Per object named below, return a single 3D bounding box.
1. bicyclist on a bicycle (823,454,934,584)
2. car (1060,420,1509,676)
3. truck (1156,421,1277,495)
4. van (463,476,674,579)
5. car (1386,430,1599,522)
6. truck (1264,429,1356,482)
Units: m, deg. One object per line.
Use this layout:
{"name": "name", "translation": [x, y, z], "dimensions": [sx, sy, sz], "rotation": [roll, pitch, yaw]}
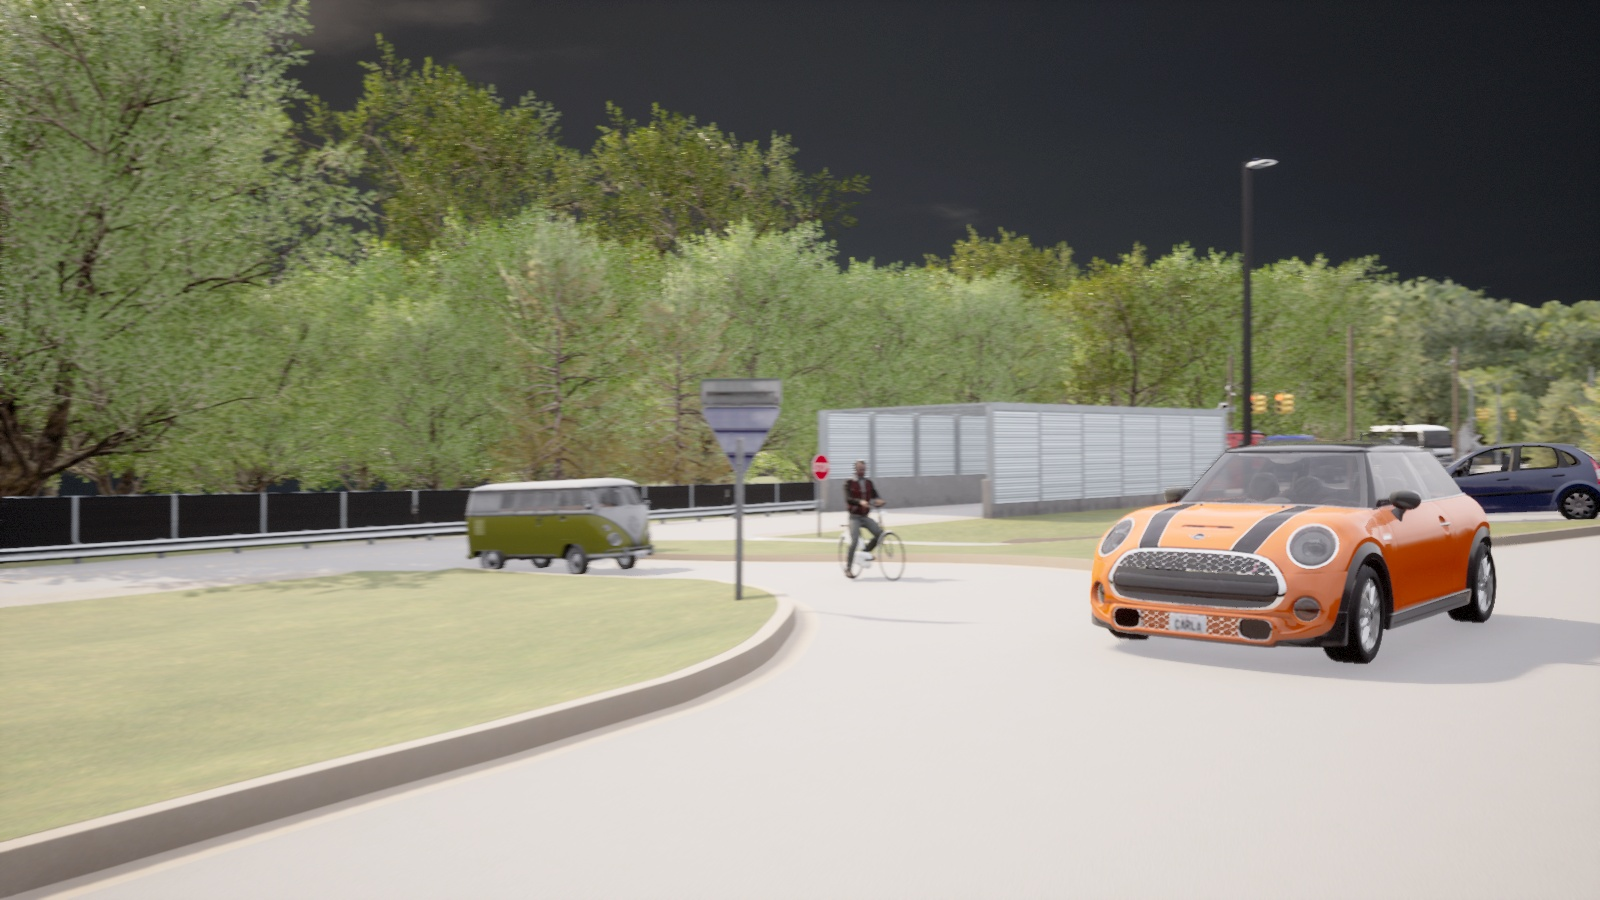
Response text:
{"name": "bicyclist on a bicycle", "translation": [1.105, 1.008, 18.230], "dimensions": [0.659, 1.776, 1.843], "rotation": [-1, -3, -28]}
{"name": "car", "translation": [4.430, 0.676, 11.044], "dimensions": [2.097, 1.767, 4.553], "rotation": [-1, 0, 43]}
{"name": "truck", "translation": [22.913, 0.384, 68.794], "dimensions": [2.891, 3.827, 8.468], "rotation": [-1, 0, 44]}
{"name": "van", "translation": [-5.030, 1.675, 27.020], "dimensions": [4.442, 1.987, 1.775], "rotation": [-3, -1, 35]}
{"name": "car", "translation": [14.359, 0.533, 25.782], "dimensions": [3.988, 1.617, 1.851], "rotation": [-4, -2, 30]}
{"name": "truck", "translation": [34.952, 0.337, 85.861], "dimensions": [7.936, 3.462, 2.891], "rotation": [-1, 0, -45]}
